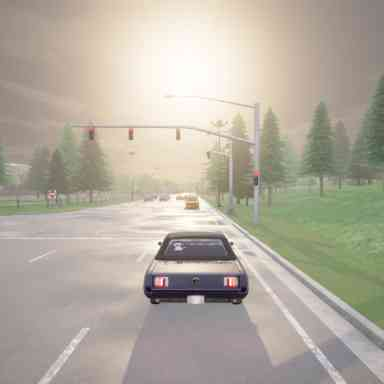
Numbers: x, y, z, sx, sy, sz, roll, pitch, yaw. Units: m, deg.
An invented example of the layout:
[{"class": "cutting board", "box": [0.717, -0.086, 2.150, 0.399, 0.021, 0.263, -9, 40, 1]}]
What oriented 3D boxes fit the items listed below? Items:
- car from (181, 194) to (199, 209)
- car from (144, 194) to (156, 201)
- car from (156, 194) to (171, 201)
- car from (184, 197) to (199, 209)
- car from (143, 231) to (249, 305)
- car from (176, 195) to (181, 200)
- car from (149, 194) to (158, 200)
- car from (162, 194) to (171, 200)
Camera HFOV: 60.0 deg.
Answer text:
[{"class": "car", "box": [-0.080, 1.091, 46.211, 1.882, 1.535, 5.008, -3, 17, -4]}, {"class": "car", "box": [-10.393, 1.531, 80.359, 2.033, 1.411, 5.357, 0, 0, 0]}, {"class": "car", "box": [-6.893, 1.531, 80.354, 2.033, 1.411, 5.357, 0, 0, 0]}, {"class": "car", "box": [-0.015, 1.576, 49.725, 2.033, 1.411, 5.357, -1, 1, 1]}, {"class": "car", "box": [0.090, 1.601, 8.057, 1.895, 1.301, 4.718, 0, 0, 0]}, {"class": "car", "box": [-3.378, 1.553, 91.183, 1.994, 1.385, 4.181, 0, 0, 0]}, {"class": "car", "box": [-10.379, 1.332, 90.779, 1.837, 1.490, 4.892, 0, 0, 0]}, {"class": "car", "box": [-6.879, 1.372, 90.774, 2.033, 1.411, 5.357, 0, 0, 0]}]
